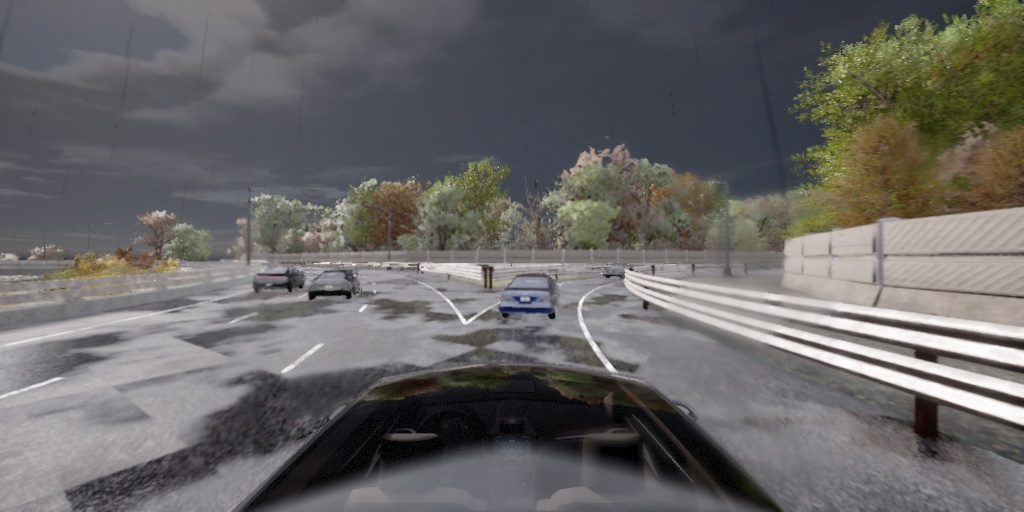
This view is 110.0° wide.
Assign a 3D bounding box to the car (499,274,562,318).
[{"bbox_3d":[0.814,1.369,13.356,2.033,1.411,5.357,0,0,10],"label":"car"}]

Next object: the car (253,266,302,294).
[{"bbox_3d":[-13.829,1.363,21.512,2.128,1.511,4.902,0,0,-20],"label":"car"}]

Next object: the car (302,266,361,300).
[{"bbox_3d":[-9.136,1.418,18.673,1.994,1.385,4.181,0,0,-17],"label":"car"}]

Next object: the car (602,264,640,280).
[{"bbox_3d":[10.695,1.500,34.816,2.033,1.411,5.357,0,-1,41],"label":"car"}]
